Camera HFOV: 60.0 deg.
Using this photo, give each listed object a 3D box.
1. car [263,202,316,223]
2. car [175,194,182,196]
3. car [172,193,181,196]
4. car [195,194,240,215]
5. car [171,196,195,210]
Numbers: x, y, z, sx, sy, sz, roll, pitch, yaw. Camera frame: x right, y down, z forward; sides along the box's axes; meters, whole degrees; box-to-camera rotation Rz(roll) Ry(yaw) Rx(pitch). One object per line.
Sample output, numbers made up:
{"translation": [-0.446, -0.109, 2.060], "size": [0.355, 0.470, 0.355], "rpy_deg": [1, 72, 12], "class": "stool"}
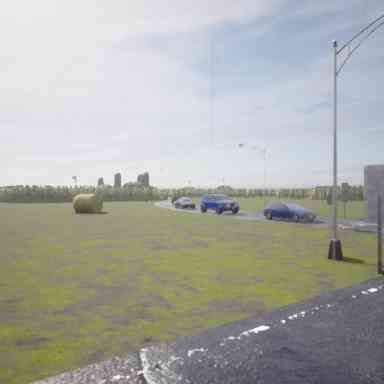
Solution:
{"translation": [7.663, 1.556, 26.603], "size": [1.812, 1.442, 4.674], "rpy_deg": [-1, 0, -30], "class": "car"}
{"translation": [-1.284, 1.580, 56.793], "size": [1.812, 1.442, 4.674], "rpy_deg": [-1, 0, -12], "class": "car"}
{"translation": [-3.062, 1.291, 66.965], "size": [2.150, 2.045, 5.566], "rpy_deg": [-1, 0, -6], "class": "car"}
{"translation": [2.852, 1.277, 35.801], "size": [2.150, 2.045, 5.566], "rpy_deg": [-1, 0, -27], "class": "car"}
{"translation": [-1.145, 1.618, 45.936], "size": [2.033, 1.411, 5.357], "rpy_deg": [-1, 0, -19], "class": "car"}
